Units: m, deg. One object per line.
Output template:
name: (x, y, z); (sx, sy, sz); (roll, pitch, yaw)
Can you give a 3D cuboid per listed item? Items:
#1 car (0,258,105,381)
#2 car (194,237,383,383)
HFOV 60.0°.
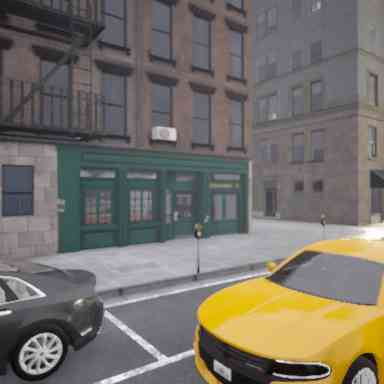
car: (-3.264, 1.552, 3.858); (4.403, 1.369, 2.008); (0, 0, -36)
car: (2.321, 1.469, 4.724); (5.008, 1.535, 1.882); (0, 0, -36)
